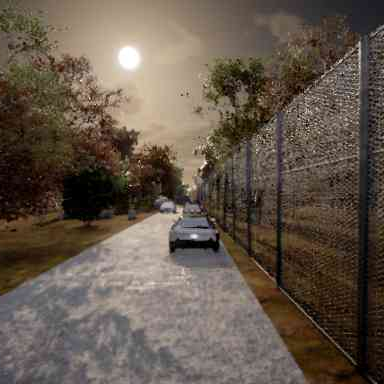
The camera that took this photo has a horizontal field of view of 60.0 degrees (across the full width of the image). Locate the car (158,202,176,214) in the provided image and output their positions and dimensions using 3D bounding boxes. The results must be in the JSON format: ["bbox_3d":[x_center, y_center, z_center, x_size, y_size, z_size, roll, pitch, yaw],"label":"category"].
[{"bbox_3d":[-2.985,1.951,41.837,1.812,1.442,4.674,0,-1,0],"label":"car"}]

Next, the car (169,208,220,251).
[{"bbox_3d":[0.078,1.610,14.210,1.994,1.385,4.181,0,0,0],"label":"car"}]

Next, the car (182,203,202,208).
[{"bbox_3d":[0.008,1.804,32.696,2.033,1.411,5.357,0,-1,0],"label":"car"}]
